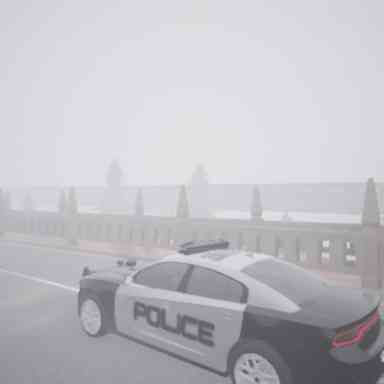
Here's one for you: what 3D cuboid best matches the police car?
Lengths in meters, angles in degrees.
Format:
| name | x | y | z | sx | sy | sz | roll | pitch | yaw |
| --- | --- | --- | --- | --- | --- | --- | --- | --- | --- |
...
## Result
| name | x | y | z | sx | sy | sz | roll | pitch | yaw |
| --- | --- | --- | --- | --- | --- | --- | --- | --- | --- |
| police car | 0.073 | 1.586 | 5.264 | 5.238 | 1.638 | 1.930 | -1 | -2 | 39 |
